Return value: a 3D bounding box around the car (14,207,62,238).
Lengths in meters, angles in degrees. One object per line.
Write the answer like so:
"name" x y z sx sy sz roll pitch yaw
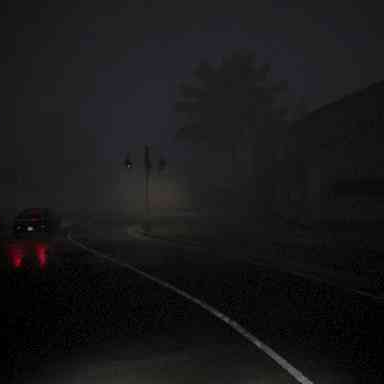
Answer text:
"car" -8.673 1.629 18.975 2.128 1.511 4.902 -1 0 -14
